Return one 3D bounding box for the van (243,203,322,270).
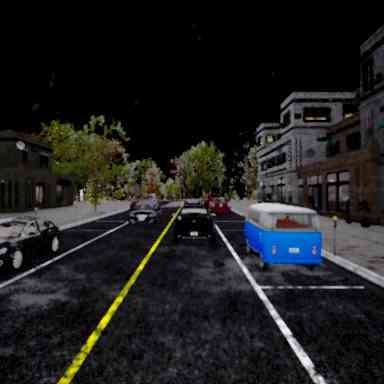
[{"bbox_3d":[2.704,1.299,10.645,1.690,1.788,3.998,1,0,0],"label":"van"}]

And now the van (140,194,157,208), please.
[{"bbox_3d":[-5.685,1.155,43.891,1.690,1.788,3.998,1,0,0],"label":"van"}]

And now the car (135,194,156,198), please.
[{"bbox_3d":[-5.673,1.155,38.348,2.192,1.841,5.009,1,0,0],"label":"car"}]

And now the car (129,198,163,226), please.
[{"bbox_3d":[-3.098,1.399,22.896,2.128,1.511,4.902,0,0,0],"label":"car"}]

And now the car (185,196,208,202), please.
[{"bbox_3d":[0.097,1.361,31.660,2.128,1.511,4.902,0,0,0],"label":"car"}]

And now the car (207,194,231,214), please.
[{"bbox_3d":[2.705,1.304,32.817,1.967,1.590,4.097,1,0,0],"label":"car"}]

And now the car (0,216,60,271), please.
[{"bbox_3d":[-5.679,1.509,10.633,2.008,1.369,4.403,1,0,0],"label":"car"}]

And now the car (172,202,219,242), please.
[{"bbox_3d":[0.095,1.441,15.997,1.837,1.490,4.892,0,0,0],"label":"car"}]
